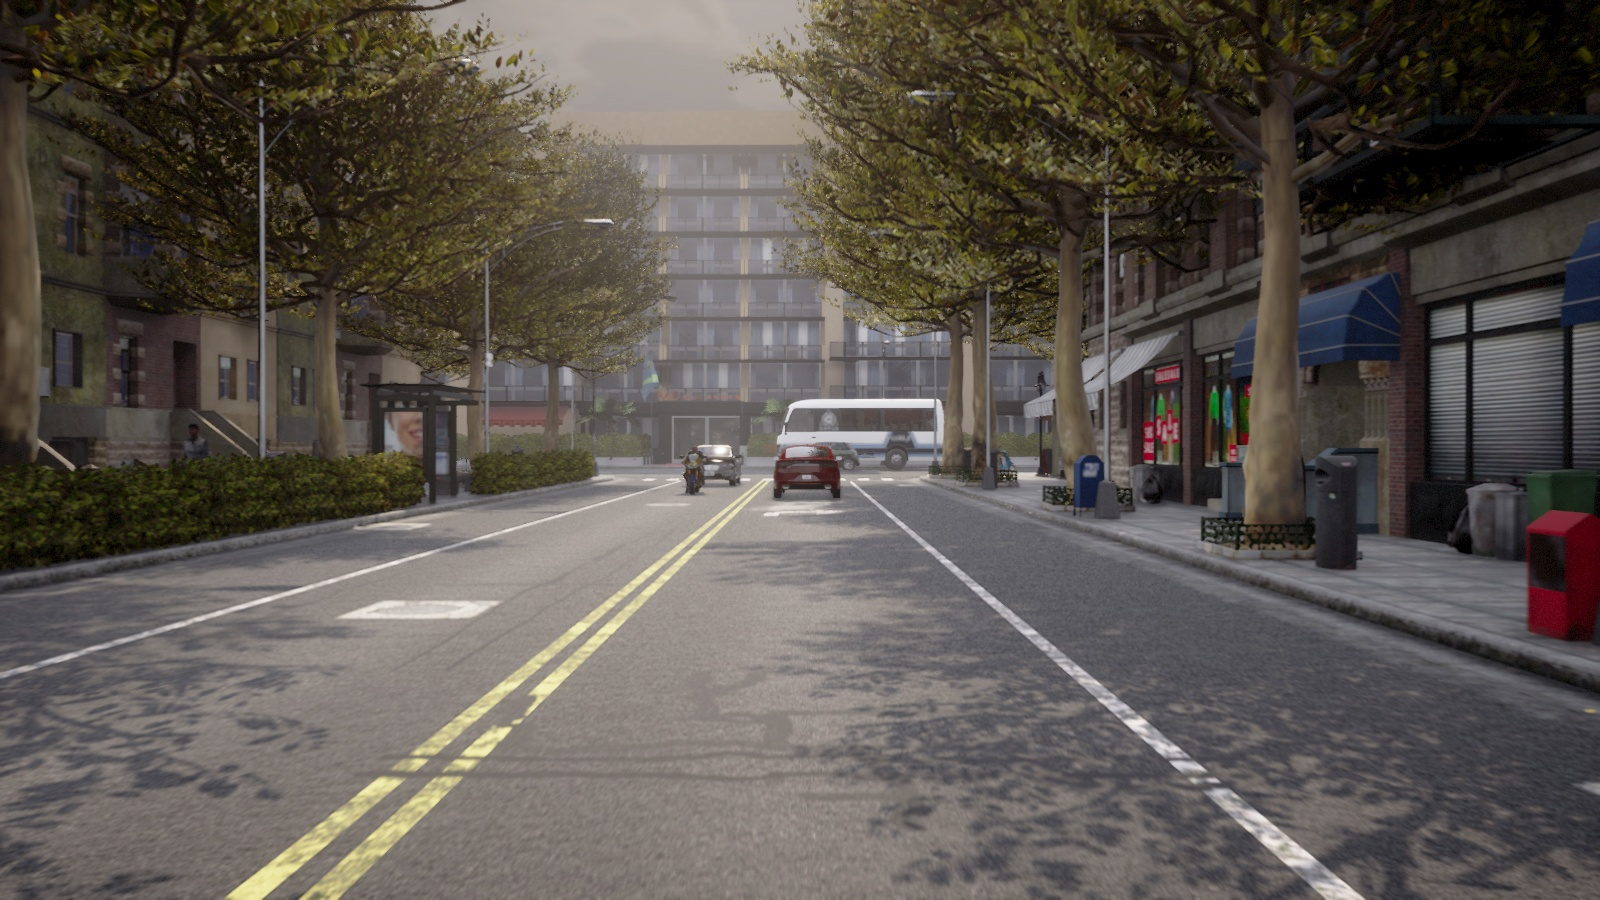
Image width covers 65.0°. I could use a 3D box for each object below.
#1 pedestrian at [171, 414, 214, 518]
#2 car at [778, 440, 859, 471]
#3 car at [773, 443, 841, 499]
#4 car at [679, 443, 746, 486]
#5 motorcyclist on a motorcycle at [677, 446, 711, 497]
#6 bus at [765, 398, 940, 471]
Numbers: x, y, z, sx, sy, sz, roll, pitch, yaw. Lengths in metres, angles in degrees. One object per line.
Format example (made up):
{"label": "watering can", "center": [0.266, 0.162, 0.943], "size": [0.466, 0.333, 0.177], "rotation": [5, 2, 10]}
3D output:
{"label": "pedestrian", "center": [-11.589, 0.300, 23.961], "size": [0.423, 1.949, 0.788], "rotation": [0, 0, 1]}
{"label": "car", "center": [1.050, 0.323, 72.085], "size": [4.553, 1.767, 2.097], "rotation": [0, 0, 0]}
{"label": "car", "center": [0.219, 0.579, 37.041], "size": [1.882, 1.535, 5.008], "rotation": [0, 0, 1]}
{"label": "car", "center": [-3.216, 0.515, 47.012], "size": [2.128, 1.511, 4.902], "rotation": [0, 0, 0]}
{"label": "motorcyclist on a motorcycle", "center": [-3.247, 0.628, 38.643], "size": [0.866, 1.530, 2.191], "rotation": [0, 0, 0]}
{"label": "bus", "center": [3.092, -0.926, 75.536], "size": [10.273, 4.253, 3.944], "rotation": [0, 0, 0]}
